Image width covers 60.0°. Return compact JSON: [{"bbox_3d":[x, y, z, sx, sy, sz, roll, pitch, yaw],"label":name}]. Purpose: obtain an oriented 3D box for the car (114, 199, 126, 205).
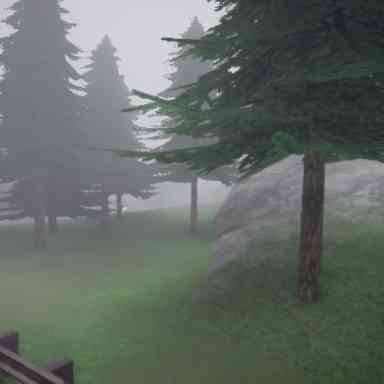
[{"bbox_3d":[-11.540,1.521,52.680,1.895,1.301,4.718,0,0,-7],"label":"car"}]
